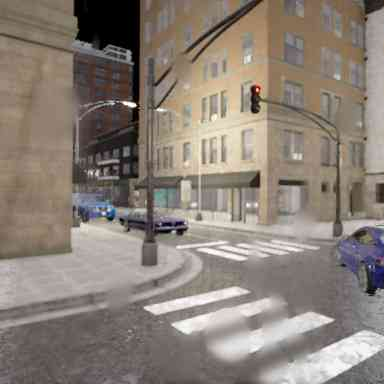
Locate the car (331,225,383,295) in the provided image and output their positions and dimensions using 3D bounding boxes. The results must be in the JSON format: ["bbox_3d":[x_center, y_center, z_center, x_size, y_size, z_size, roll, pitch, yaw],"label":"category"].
[{"bbox_3d":[5.020,1.586,8.541,1.812,1.442,4.674,1,0,13],"label":"car"}]

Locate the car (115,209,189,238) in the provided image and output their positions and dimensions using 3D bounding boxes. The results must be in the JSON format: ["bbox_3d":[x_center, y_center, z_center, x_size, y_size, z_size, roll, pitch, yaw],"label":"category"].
[{"bbox_3d":[-2.140,1.590,17.812,1.895,1.301,4.718,1,0,-36],"label":"car"}]

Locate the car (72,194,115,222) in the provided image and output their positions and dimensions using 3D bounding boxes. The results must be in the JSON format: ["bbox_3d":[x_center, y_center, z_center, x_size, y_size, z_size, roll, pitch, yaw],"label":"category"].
[{"bbox_3d":[-7.860,1.158,25.809,2.150,2.045,5.566,1,0,-36],"label":"car"}]
